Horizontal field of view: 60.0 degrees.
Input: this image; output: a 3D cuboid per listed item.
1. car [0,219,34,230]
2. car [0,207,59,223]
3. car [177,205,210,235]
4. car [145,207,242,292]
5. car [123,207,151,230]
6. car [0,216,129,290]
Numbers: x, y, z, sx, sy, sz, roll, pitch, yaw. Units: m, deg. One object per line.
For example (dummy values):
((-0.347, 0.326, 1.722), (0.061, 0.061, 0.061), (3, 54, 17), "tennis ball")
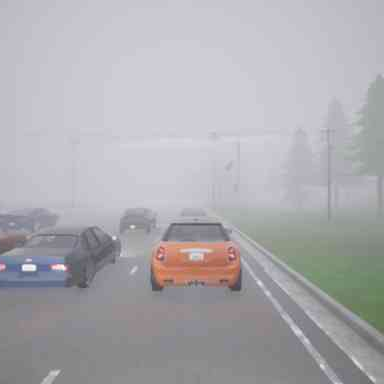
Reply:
((-6.910, 1.717, 9.983), (1.895, 1.301, 4.718), (0, -1, 0), "car")
((-10.412, 1.729, 21.723), (1.882, 1.535, 5.008), (0, -1, 0), "car")
((0.088, 1.730, 21.812), (1.882, 1.535, 5.008), (0, -1, 0), "car")
((0.096, 1.461, 9.424), (2.097, 1.767, 4.553), (0, -1, 0), "car")
((-3.411, 1.756, 21.557), (1.837, 1.490, 4.892), (0, 0, 0), "car")
((-3.404, 1.658, 9.454), (2.033, 1.411, 5.357), (0, -1, 0), "car")
